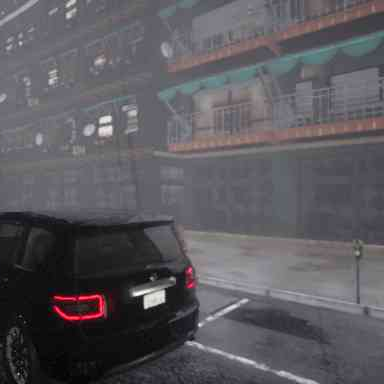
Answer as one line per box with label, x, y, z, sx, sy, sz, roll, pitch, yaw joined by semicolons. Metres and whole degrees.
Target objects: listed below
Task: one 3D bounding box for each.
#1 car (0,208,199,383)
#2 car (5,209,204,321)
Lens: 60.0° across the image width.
car;-2.388;1.287;5.569;5.566;2.045;2.150;0;1;43
car;-2.390;1.429;8.389;5.009;1.841;2.192;0;-1;37
